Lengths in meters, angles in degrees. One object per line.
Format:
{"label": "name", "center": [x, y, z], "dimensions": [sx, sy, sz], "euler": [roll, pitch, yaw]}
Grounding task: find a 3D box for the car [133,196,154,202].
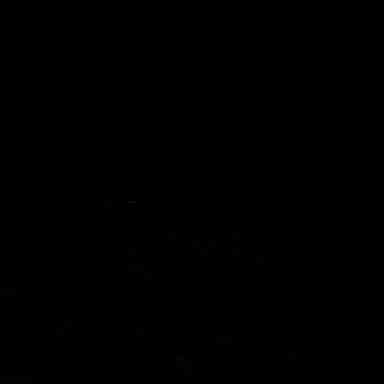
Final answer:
{"label": "car", "center": [-11.718, 1.687, 80.611], "dimensions": [5.008, 1.535, 1.882], "euler": [1, 1, -3]}
